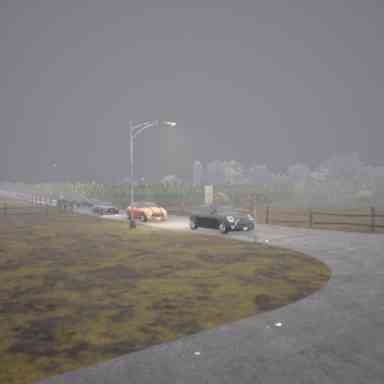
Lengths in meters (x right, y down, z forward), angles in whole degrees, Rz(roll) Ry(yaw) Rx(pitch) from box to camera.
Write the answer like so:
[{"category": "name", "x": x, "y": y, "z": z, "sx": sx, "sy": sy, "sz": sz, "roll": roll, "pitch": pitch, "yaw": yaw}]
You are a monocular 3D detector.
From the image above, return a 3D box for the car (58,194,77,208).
[{"category": "car", "x": -18.495, "y": 1.329, "z": 49.980, "sx": 2.150, "sy": 2.045, "sz": 5.566, "roll": -1, "pitch": 1, "yaw": -35}]

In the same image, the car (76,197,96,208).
[{"category": "car", "x": -15.391, "y": 1.634, "z": 50.532, "sx": 2.033, "sy": 1.411, "sz": 5.357, "roll": -1, "pitch": 1, "yaw": -35}]

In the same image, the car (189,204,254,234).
[{"category": "car", "x": 1.789, "y": 1.560, "z": 21.065, "sx": 2.097, "sy": 1.767, "sz": 4.553, "roll": -1, "pitch": 0, "yaw": -35}]

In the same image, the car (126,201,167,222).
[{"category": "car", "x": -4.070, "y": 1.613, "z": 29.373, "sx": 2.097, "sy": 1.767, "sz": 4.553, "roll": -1, "pitch": 1, "yaw": -35}]

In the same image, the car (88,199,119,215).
[{"category": "car", "x": -9.816, "y": 1.814, "z": 37.532, "sx": 1.994, "sy": 1.385, "sz": 4.181, "roll": -1, "pitch": 1, "yaw": -35}]
